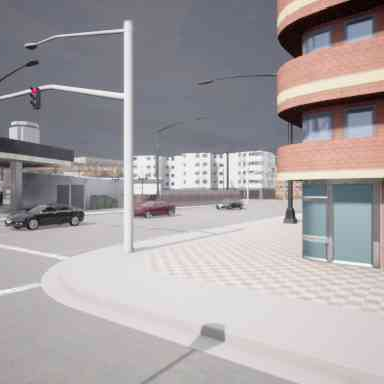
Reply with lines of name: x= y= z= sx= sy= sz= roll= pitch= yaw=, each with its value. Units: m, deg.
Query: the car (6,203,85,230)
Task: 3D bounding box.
car: x=-9.211 y=1.505 z=21.241 sx=1.837 sy=1.490 sz=4.892 roll=0 pitch=0 yaw=34

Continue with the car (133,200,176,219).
car: x=-3.474 y=1.478 z=29.620 sx=1.882 sy=1.535 sz=5.008 roll=0 pitch=0 yaw=35

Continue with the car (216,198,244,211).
car: x=4.755 y=1.490 z=41.535 sx=2.128 sy=1.511 sz=4.902 roll=0 pitch=0 yaw=35
